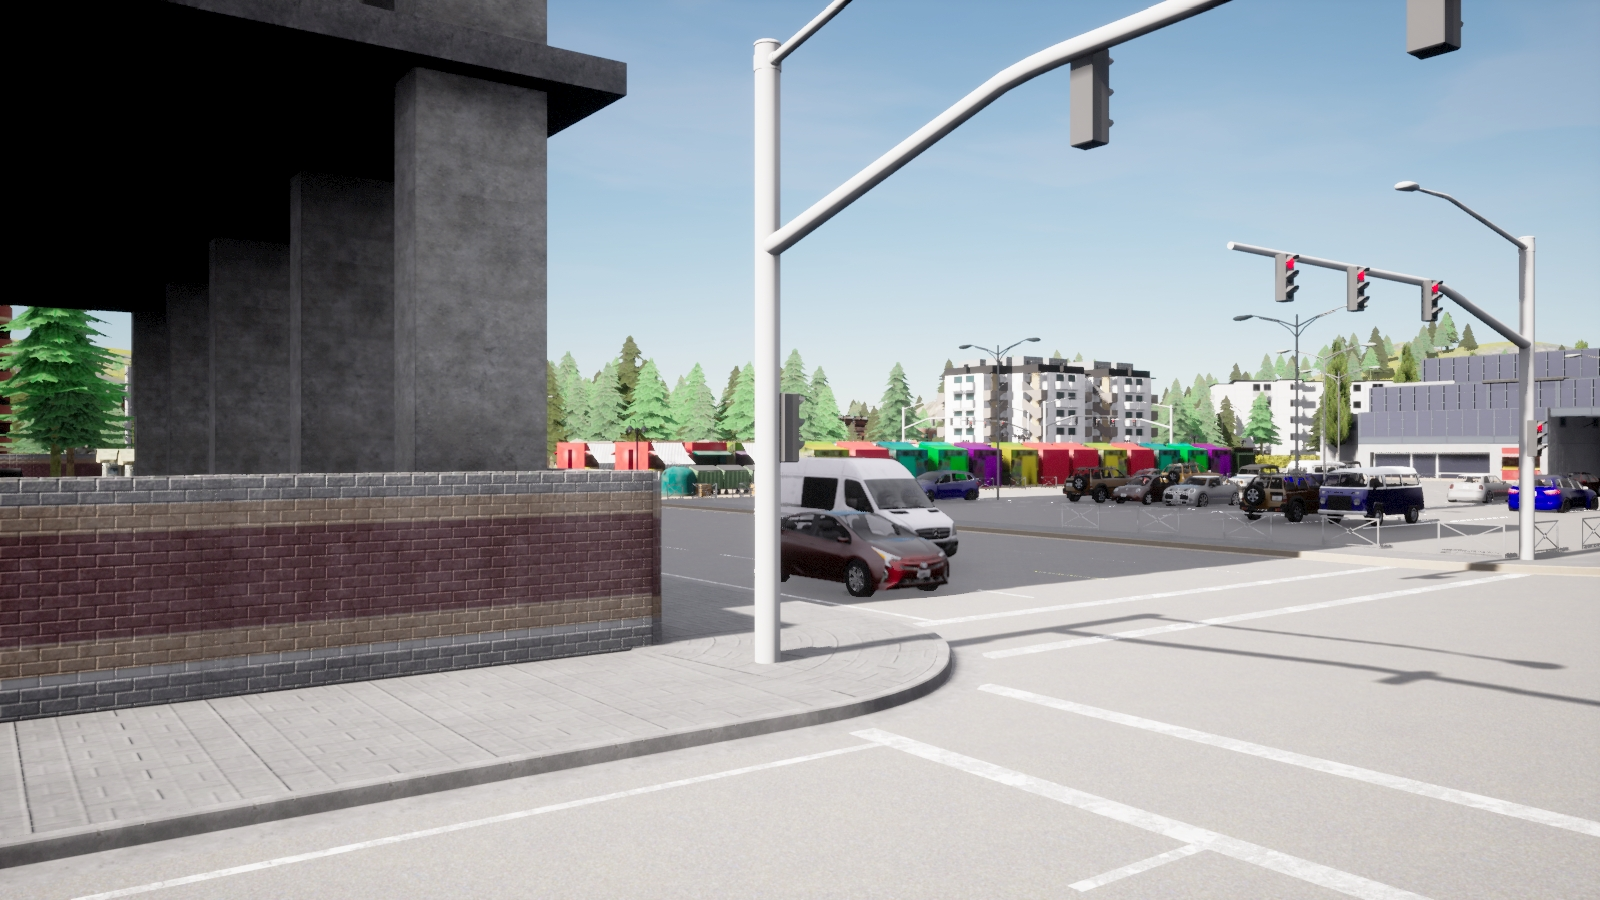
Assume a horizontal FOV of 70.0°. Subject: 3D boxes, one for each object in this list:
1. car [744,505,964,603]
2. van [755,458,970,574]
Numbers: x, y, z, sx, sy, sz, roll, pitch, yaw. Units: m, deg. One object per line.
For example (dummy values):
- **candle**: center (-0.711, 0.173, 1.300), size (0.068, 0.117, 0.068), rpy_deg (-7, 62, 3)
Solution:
- **car**: center (0.963, 1.984, 22.915), size (2.007, 1.525, 4.514), rpy_deg (0, 0, -36)
- **van**: center (1.376, 1.480, 28.252), size (1.988, 2.561, 5.915), rpy_deg (0, 0, -36)
